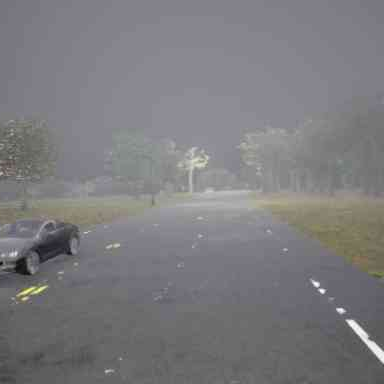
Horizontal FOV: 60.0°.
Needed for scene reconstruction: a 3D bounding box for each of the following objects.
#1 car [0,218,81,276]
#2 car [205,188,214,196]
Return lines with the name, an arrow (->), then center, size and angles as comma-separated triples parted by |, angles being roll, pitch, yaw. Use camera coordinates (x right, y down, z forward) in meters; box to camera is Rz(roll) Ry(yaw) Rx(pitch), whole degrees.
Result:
car -> -5.316, 1.652, 10.963 | 2.128, 1.511, 4.902 | -2, 0, 3
car -> 4.837, -0.018, 91.162 | 2.150, 2.045, 5.566 | -2, 2, 8
